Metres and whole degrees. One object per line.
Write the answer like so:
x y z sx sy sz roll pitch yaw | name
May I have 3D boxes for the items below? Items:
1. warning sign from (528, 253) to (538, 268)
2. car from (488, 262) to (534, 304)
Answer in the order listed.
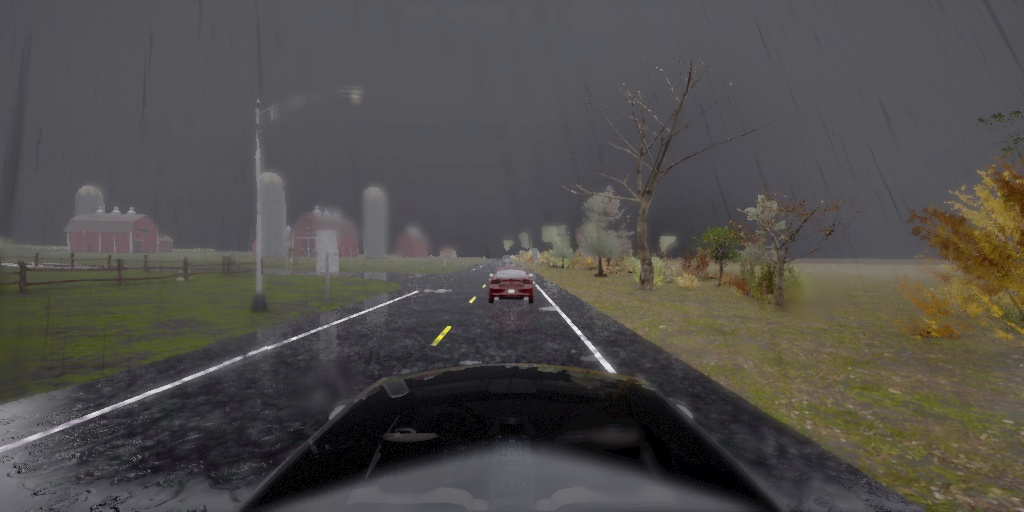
3.061 0.879 55.995 1.300 1.860 1.060 0 0 -1 | warning sign
-0.037 1.235 16.510 1.882 1.535 5.008 0 0 0 | car
